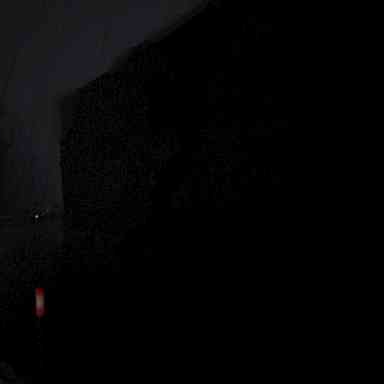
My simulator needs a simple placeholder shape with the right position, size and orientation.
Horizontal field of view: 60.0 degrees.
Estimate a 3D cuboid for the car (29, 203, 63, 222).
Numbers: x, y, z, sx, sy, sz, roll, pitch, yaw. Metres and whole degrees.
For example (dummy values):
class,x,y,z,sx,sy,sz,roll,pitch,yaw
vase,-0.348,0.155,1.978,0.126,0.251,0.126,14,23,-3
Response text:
class,x,y,z,sx,sy,sz,roll,pitch,yaw
car,-12.108,1.679,28.586,1.812,1.442,4.674,-3,0,4
